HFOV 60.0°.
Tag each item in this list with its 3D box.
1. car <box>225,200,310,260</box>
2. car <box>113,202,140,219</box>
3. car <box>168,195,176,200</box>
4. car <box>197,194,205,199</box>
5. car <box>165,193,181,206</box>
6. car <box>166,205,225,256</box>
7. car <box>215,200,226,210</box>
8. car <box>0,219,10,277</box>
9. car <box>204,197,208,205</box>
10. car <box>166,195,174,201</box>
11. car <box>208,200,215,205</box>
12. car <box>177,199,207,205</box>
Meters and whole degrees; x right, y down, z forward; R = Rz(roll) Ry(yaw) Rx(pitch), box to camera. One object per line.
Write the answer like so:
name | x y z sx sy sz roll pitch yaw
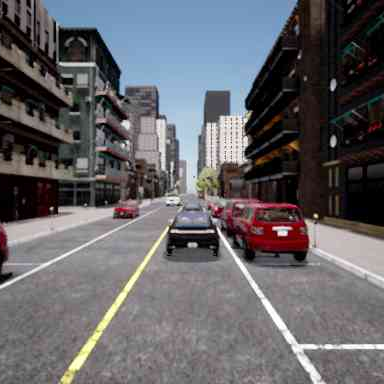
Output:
car | 2.692 1.312 12.281 2.192 1.841 5.009 0 0 0
car | -5.693 1.542 29.273 1.887 1.381 4.507 0 0 0
car | -5.708 1.648 95.355 1.947 1.339 4.313 0 0 0
car | 2.673 1.398 95.358 2.192 1.841 5.009 0 0 0
car | -3.042 1.242 54.087 2.150 2.045 5.566 0 0 1
car | 0.040 1.488 13.065 2.128 1.511 4.902 0 0 1
car | 2.690 1.311 17.947 2.192 1.841 5.009 0 0 0
car | -5.687 1.313 6.616 2.192 1.841 5.009 0 0 0
car | 2.685 1.587 40.605 1.802 1.307 4.206 0 0 0
car | -5.795 1.616 89.834 1.887 1.381 4.507 0 0 0
car | 2.687 1.438 29.275 1.967 1.590 4.097 0 0 0
car | 0.039 1.562 28.129 1.994 1.385 4.181 0 0 1
